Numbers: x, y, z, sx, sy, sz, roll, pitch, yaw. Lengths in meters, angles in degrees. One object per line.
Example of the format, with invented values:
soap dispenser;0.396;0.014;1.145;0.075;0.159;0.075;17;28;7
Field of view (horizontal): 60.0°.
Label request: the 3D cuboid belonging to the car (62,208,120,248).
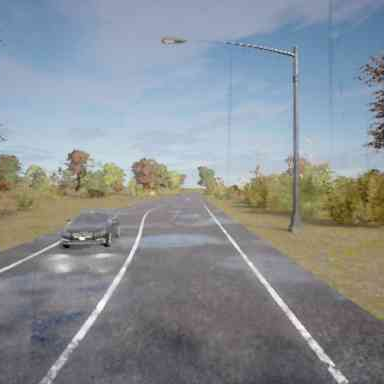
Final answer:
car;-4.360;1.516;14.917;1.837;1.490;4.892;0;0;-6
